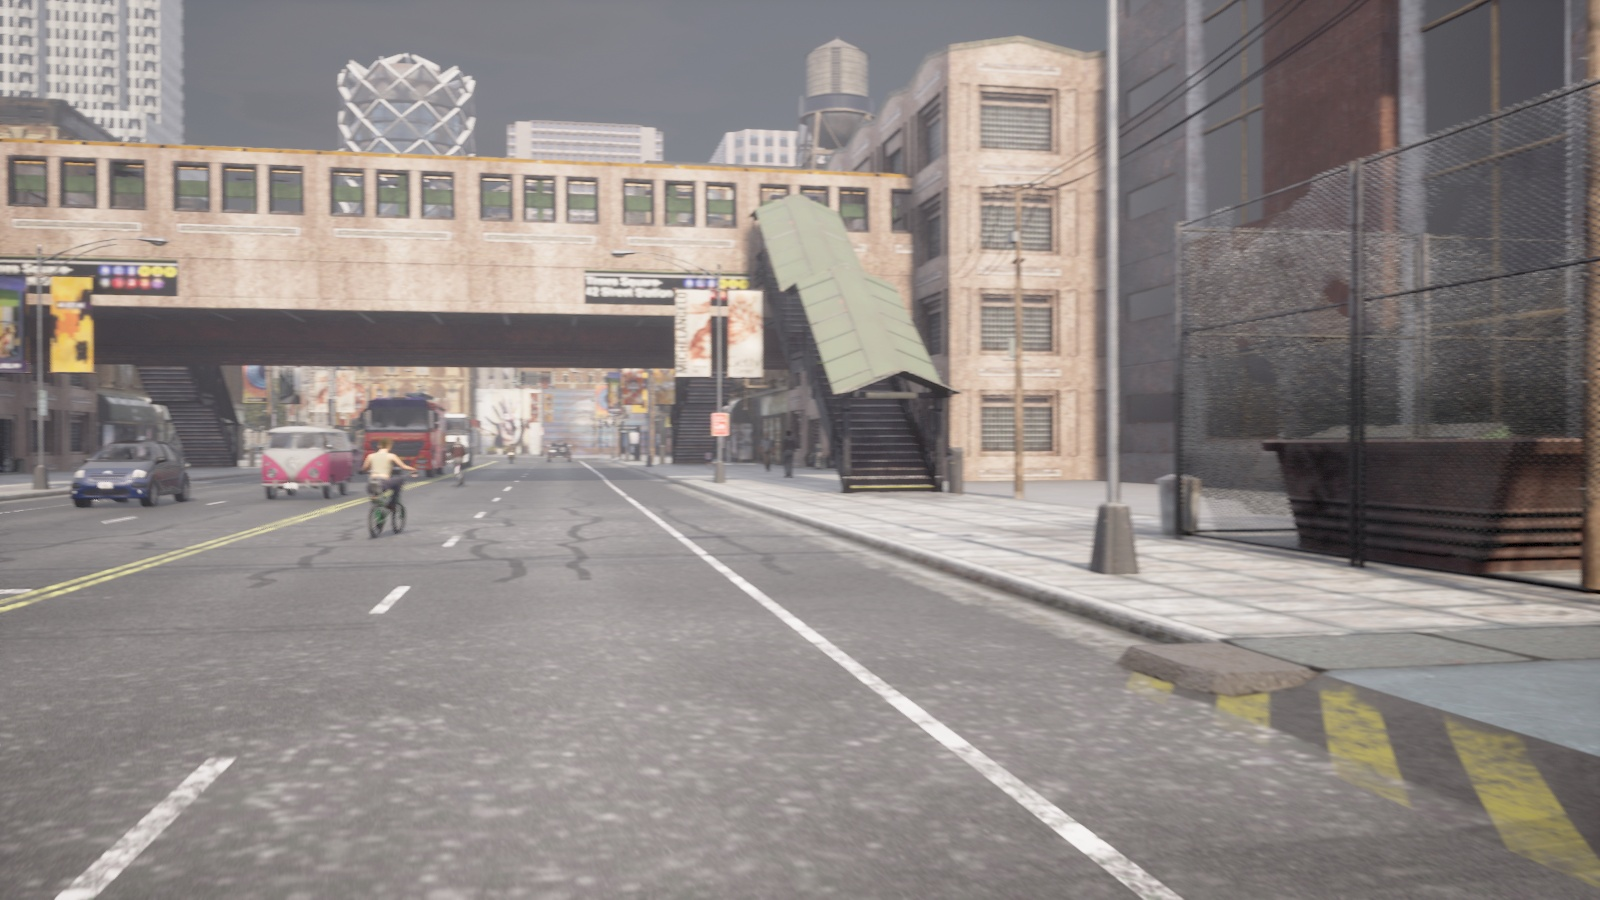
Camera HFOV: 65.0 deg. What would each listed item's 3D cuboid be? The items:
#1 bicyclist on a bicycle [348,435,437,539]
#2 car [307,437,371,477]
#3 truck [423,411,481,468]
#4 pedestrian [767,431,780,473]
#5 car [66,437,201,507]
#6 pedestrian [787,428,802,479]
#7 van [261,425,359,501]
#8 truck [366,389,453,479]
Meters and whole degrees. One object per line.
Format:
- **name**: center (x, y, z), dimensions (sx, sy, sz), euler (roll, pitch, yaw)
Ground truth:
- **bicyclist on a bicycle**: center (-6.566, 0.578, 20.309), dimensions (0.866, 1.612, 1.509), euler (0, 0, 3)
- **car**: center (-21.594, 0.305, 59.006), dimensions (2.097, 1.767, 4.553), euler (0, 0, -11)
- **truck**: center (-21.937, -0.653, 79.507), dimensions (2.891, 3.462, 7.936), euler (0, 0, -11)
- **pedestrian**: center (-1.191, 0.083, 56.112), dimensions (0.540, 1.848, 0.694), euler (0, 0, -4)
- **car**: center (-16.431, 0.495, 31.175), dimensions (1.851, 1.617, 3.988), euler (0, 0, -11)
- **pedestrian**: center (-0.217, 0.131, 47.450), dimensions (0.402, 1.930, 0.666), euler (0, 0, -16)
- **van**: center (-13.621, 0.322, 35.130), dimensions (1.775, 1.987, 4.442), euler (0, 0, -11)
- **truck**: center (-17.801, -0.718, 57.774), dimensions (2.891, 3.827, 8.468), euler (0, 0, -11)
